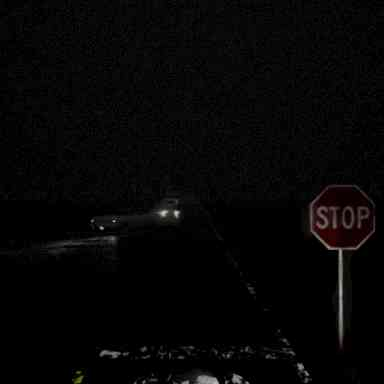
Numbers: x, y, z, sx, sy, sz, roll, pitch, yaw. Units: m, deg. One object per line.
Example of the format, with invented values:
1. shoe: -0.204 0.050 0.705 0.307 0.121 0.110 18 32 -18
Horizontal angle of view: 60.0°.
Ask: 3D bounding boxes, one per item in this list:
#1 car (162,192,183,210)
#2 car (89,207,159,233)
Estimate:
1. car: -2.763 1.252 44.115 2.150 2.045 5.566 0 0 0
2. car: -3.923 1.616 19.854 1.895 1.301 4.718 -1 0 24
